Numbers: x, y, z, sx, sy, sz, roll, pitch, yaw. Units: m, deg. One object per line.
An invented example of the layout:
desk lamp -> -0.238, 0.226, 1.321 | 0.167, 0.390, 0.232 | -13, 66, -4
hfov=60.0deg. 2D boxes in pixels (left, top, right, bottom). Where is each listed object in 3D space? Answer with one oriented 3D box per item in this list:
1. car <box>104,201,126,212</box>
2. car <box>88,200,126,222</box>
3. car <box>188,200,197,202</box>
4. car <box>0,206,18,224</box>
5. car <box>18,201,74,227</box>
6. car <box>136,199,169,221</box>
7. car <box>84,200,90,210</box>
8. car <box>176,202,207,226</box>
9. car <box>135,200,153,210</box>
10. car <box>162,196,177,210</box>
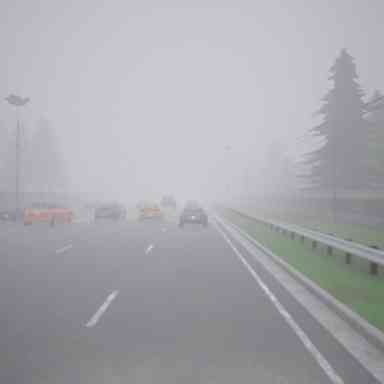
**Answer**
car -> -10.411, 1.894, 45.417 | 1.895, 1.301, 4.718 | 0, 0, 0
car -> -6.907, 1.675, 28.521 | 2.128, 1.511, 4.902 | 0, 0, 0
car -> 0.088, 1.856, 47.717 | 2.033, 1.411, 5.357 | 0, 0, 0
car -> -13.907, 1.770, 26.251 | 1.895, 1.301, 4.718 | 0, 0, 0
car -> -10.406, 1.509, 24.559 | 2.097, 1.767, 4.553 | 0, 0, 0
car -> -3.407, 1.666, 29.096 | 1.882, 1.535, 5.008 | 0, 0, 0
car -> -13.912, 1.830, 47.145 | 1.812, 1.442, 4.674 | 0, 0, 0
car -> 0.094, 1.724, 24.713 | 1.994, 1.385, 4.181 | 0, 0, 0
car -> -6.912, 1.878, 48.551 | 1.994, 1.385, 4.181 | 0, 0, 0
car -> -3.412, 1.541, 49.292 | 2.150, 2.045, 5.566 | 0, 0, 0
